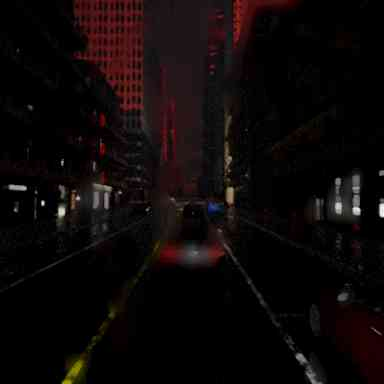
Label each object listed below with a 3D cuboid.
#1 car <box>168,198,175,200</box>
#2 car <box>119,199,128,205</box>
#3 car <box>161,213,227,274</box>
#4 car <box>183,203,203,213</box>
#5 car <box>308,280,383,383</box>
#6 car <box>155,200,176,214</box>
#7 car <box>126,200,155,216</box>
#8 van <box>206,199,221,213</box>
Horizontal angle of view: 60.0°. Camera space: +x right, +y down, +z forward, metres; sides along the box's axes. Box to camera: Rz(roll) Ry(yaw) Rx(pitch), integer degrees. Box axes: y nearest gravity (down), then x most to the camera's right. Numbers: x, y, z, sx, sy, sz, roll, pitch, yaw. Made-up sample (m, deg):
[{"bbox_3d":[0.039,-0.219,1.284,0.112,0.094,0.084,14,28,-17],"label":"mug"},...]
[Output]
[{"bbox_3d":[-5.666,2.352,91.596,1.967,1.590,4.097,1,-1,0],"label":"car"},{"bbox_3d":[-16.485,2.257,76.177,4.097,1.590,1.967,0,-2,0],"label":"car"},{"bbox_3d":[0.065,1.659,10.952,2.033,1.411,5.357,0,-1,0],"label":"car"},{"bbox_3d":[0.092,1.805,32.639,1.882,1.535,5.008,0,-1,0],"label":"car"},{"bbox_3d":[2.704,1.621,3.721,1.802,1.307,4.206,1,-1,0],"label":"car"},{"bbox_3d":[-3.089,1.975,41.084,1.994,1.385,4.181,0,-1,0],"label":"car"},{"bbox_3d":[-5.640,1.920,36.910,2.008,1.369,4.403,1,-1,0],"label":"car"},{"bbox_3d":[2.712,1.767,42.504,1.690,1.788,3.998,1,-1,0],"label":"van"}]
